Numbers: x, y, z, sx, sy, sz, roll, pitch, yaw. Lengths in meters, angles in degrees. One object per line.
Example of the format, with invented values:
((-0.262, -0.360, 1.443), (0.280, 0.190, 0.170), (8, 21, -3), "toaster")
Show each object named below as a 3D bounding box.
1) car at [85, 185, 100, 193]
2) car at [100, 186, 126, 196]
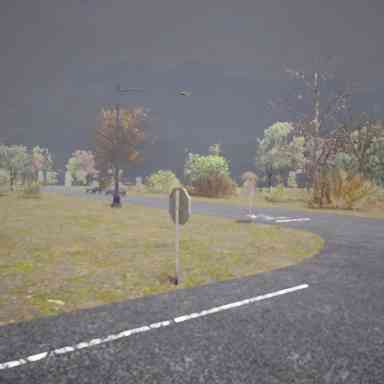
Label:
((-17.760, -0.521, 59.814), (1.837, 1.490, 4.892), (0, 2, -36), "car")
((-11.917, -0.213, 51.694), (2.128, 1.511, 4.902), (0, 2, -36), "car")
